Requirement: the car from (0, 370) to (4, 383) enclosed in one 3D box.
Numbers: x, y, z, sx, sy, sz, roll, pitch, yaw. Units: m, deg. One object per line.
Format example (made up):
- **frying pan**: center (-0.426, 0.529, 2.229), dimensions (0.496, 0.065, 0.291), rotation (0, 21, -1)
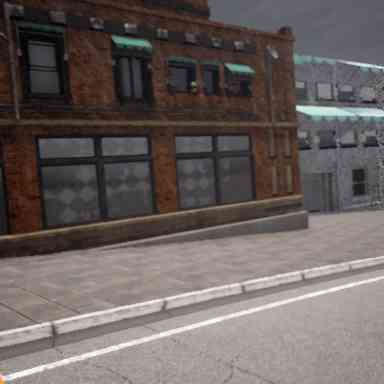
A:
- **car**: center (-3.217, 1.353, 1.243), dimensions (4.553, 1.767, 2.097), rotation (0, 0, -35)
